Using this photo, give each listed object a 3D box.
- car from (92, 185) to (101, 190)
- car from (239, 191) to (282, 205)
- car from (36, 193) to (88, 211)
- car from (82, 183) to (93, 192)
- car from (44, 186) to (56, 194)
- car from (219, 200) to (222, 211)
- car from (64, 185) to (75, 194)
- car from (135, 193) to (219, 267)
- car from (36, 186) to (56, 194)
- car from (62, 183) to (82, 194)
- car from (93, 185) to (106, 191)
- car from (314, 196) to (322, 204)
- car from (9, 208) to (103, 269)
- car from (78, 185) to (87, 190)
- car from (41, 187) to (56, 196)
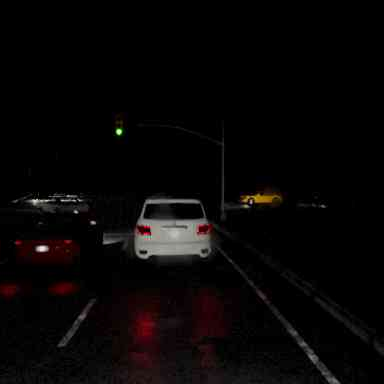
[{"bbox_3d":[-24.975,-1.202,86.722,1.895,1.301,4.718,-1,2,-21],"label":"car"},{"bbox_3d":[7.662,0.605,37.409,5.008,1.535,1.882,1,2,-18],"label":"car"},{"bbox_3d":[-9.629,1.052,24.481,4.718,1.301,1.895,2,3,44],"label":"car"},{"bbox_3d":[-24.402,-1.129,75.758,2.150,2.045,5.566,-1,2,-22],"label":"car"},{"bbox_3d":[-27.609,-0.443,64.895,2.033,1.411,5.357,-1,2,-22],"label":"car"},{"bbox_3d":[0.572,0.861,26.700,2.128,1.511,4.902,1,2,39],"label":"car"},{"bbox_3d":[-24.284,-0.549,66.001,1.882,1.535,5.008,-1,2,-22],"label":"car"},{"bbox_3d":[-0.694,1.093,11.229,2.150,2.045,5.566,0,1,-5],"label":"car"},{"bbox_3d":[-20.366,0.151,46.044,1.882,1.535,5.008,-1,2,-20],"label":"car"},{"bbox_3d":[-17.143,-0.158,47.414,2.150,2.045,5.566,-1,2,-19],"label":"car"},{"bbox_3d":[-21.137,-0.863,77.032,2.033,1.411,5.357,-1,2,-22],"label":"car"},{"bbox_3d":[17.192,0.717,40.562,4.553,1.767,2.097,2,1,-18],"label":"car"},{"bbox_3d":[-4.201,1.451,10.908,1.994,1.385,4.181,0,1,-5],"label":"car"},{"bbox_3d":[-28.223,-1.195,85.415,1.994,1.385,4.181,-1,2,-21],"label":"car"},{"bbox_3d":[-23.813,-0.109,55.244,2.033,1.411,5.357,-1,2,-21],"label":"car"}]
